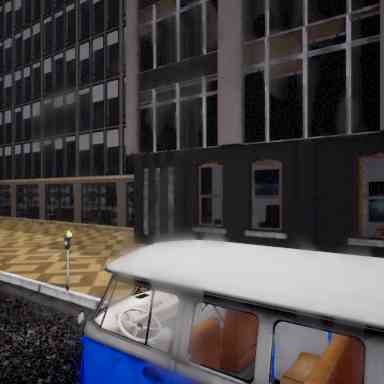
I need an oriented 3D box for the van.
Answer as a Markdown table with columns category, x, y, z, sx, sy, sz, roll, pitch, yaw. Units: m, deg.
| category | x | y | z | sx | sy | sz | roll | pitch | yaw |
| --- | --- | --- | --- | --- | --- | --- | --- | --- | --- |
| van | 0.924 | 1.341 | 2.215 | 3.998 | 1.788 | 1.690 | 0 | 0 | 35 |
